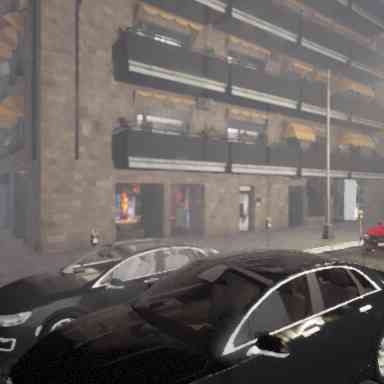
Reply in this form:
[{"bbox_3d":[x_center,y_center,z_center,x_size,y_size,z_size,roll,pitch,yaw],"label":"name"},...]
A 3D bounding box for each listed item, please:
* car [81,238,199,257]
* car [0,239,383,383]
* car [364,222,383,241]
[{"bbox_3d":[-1.051,1.542,5.808,4.403,1.369,2.008,0,0,-35],"label":"car"},{"bbox_3d":[0.643,1.497,3.804,4.892,1.490,1.837,0,0,-35],"label":"car"},{"bbox_3d":[8.129,1.495,12.350,4.507,1.381,1.887,0,0,-35],"label":"car"}]
